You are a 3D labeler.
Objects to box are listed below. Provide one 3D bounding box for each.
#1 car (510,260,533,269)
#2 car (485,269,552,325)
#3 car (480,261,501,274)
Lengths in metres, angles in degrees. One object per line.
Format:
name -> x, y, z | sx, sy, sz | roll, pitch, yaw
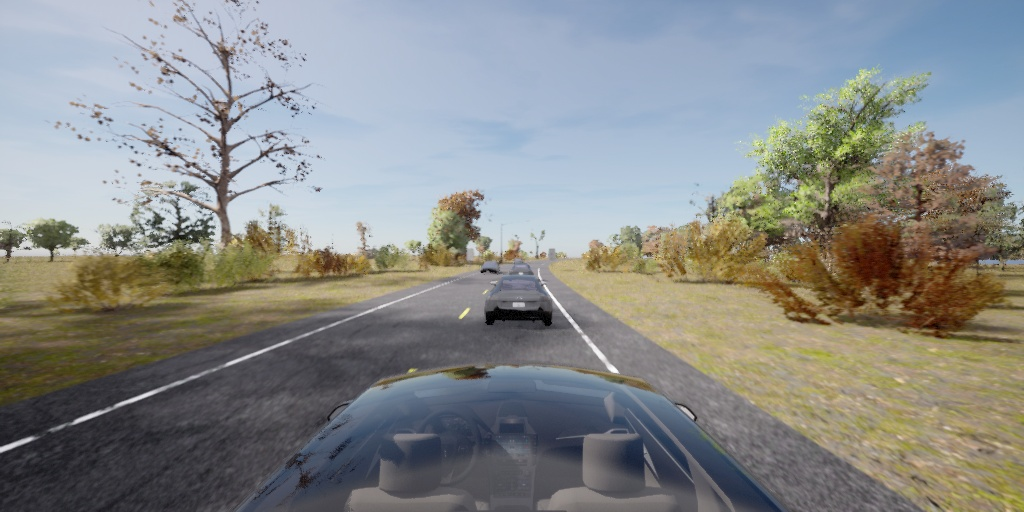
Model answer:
car -> 0.773, 1.301, 29.419 | 1.994, 1.385, 4.181 | 0, 0, 3
car -> 0.221, 1.311, 11.880 | 1.994, 1.385, 4.181 | 0, 0, 1
car -> -2.351, 1.278, 40.187 | 2.033, 1.411, 5.357 | 0, 0, 4
